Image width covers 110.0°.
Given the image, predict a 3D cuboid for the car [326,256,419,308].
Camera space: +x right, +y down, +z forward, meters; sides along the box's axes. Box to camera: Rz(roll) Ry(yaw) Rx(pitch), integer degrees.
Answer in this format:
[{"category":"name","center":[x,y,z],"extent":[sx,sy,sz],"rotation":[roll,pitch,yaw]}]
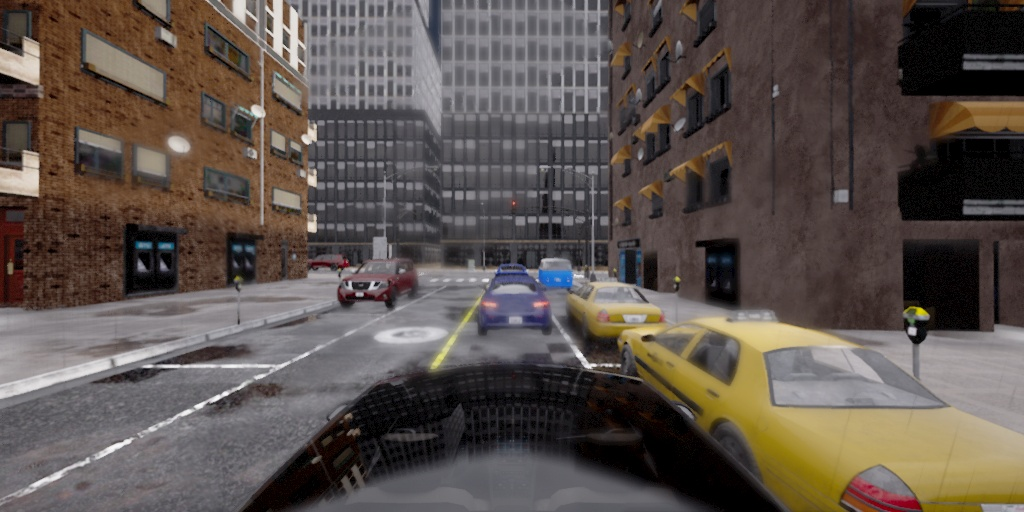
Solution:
[{"category":"car","center":[-5.394,1.035,15.155],"extent":[2.192,1.841,5.009],"rotation":[0,0,0]}]

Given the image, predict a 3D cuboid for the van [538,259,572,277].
[{"category":"van","center":[2.447,1.049,20.849],"extent":[1.690,1.789,3.998],"rotation":[0,0,0]}]

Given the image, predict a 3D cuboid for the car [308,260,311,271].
[{"category":"car","center":[-21.041,1.008,32.509],"extent":[4.207,1.307,1.802],"rotation":[0,0,-1]}]

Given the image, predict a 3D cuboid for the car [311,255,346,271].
[{"category":"car","center":[-21.138,0.766,40.648],"extent":[5.009,1.841,2.192],"rotation":[0,0,-1]}]

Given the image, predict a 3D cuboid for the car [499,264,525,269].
[{"category":"car","center":[-0.013,1.186,20.513],"extent":[1.882,1.535,5.008],"rotation":[0,0,0]}]

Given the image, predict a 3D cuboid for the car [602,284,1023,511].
[{"category":"car","center":[2.562,1.270,4.098],"extent":[1.751,1.417,4.829],"rotation":[0,0,0]}]

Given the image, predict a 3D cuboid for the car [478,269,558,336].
[{"category":"car","center":[0.052,1.256,10.252],"extent":[1.812,1.442,4.674],"rotation":[0,0,-1]}]

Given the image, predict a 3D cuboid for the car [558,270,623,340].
[{"category":"car","center":[2.524,1.257,9.738],"extent":[1.751,1.417,4.829],"rotation":[0,0,0]}]
